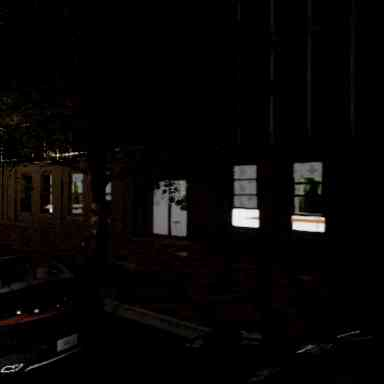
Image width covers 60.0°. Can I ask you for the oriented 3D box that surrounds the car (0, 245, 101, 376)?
[{"bbox_3d":[-3.245,1.522,5.181,4.403,1.369,2.008,0,0,35],"label":"car"}]

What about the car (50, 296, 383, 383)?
[{"bbox_3d":[1.395,1.551,1.883,4.403,1.369,2.008,0,0,35],"label":"car"}]
